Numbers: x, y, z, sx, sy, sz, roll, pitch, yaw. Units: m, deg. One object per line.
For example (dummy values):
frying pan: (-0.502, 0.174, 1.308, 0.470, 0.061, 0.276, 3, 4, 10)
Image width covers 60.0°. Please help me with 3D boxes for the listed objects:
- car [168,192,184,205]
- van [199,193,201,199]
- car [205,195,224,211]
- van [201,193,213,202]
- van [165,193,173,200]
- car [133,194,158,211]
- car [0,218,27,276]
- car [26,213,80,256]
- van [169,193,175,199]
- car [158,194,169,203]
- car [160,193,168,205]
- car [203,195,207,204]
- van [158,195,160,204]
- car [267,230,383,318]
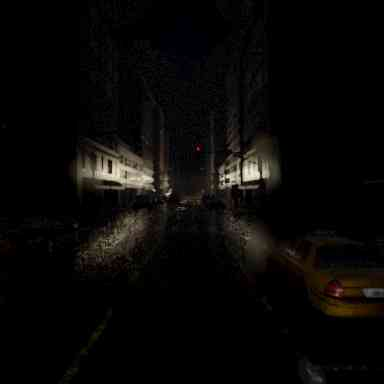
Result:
car: (-3.002, 1.161, 57.575, 2.150, 2.045, 5.566, 0, 2, 0)
van: (2.854, 1.184, 67.052, 1.690, 1.788, 3.998, 0, 0, 0)
car: (2.855, 1.449, 39.545, 1.887, 1.381, 4.507, 0, 0, 0)
van: (2.854, 1.209, 56.049, 1.690, 1.788, 3.998, 0, 0, 0)
van: (-5.672, 1.147, 83.556, 1.690, 1.788, 3.998, 0, 0, 0)
car: (-5.671, 1.219, 39.545, 2.192, 1.841, 5.009, 0, 0, 0)
car: (-5.669, 1.506, 7.076, 1.752, 1.417, 4.829, 0, 0, 0)
car: (-5.669, 1.517, 12.771, 2.008, 1.369, 4.403, 0, 0, 0)
van: (-5.673, 1.124, 94.558, 1.690, 1.788, 3.998, 0, 0, 0)
car: (-5.671, 1.283, 67.052, 1.967, 1.590, 4.097, 0, 0, 0)
car: (-5.671, 1.307, 56.049, 1.967, 1.590, 4.097, 0, 0, 0)
car: (2.855, 1.458, 45.046, 1.947, 1.339, 4.313, 0, 0, 0)
van: (-5.671, 1.233, 45.046, 1.690, 1.788, 3.998, 0, 0, 0)
car: (2.856, 1.505, 7.416, 1.752, 1.417, 4.829, 0, 0, 0)
